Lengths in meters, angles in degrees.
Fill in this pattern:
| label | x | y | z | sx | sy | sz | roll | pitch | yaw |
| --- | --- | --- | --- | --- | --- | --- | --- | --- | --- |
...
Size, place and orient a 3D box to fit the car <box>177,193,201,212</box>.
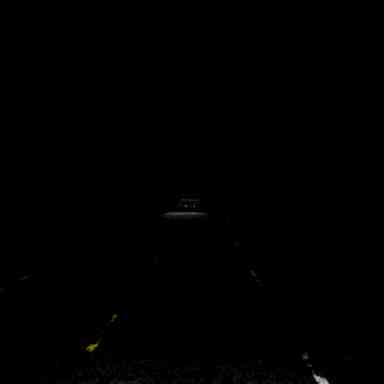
| label | x | y | z | sx | sy | sz | roll | pitch | yaw |
| --- | --- | --- | --- | --- | --- | --- | --- | --- | --- |
| car | -0.279 | 1.146 | 38.779 | 2.150 | 2.045 | 5.566 | 0 | 0 | 8 |
